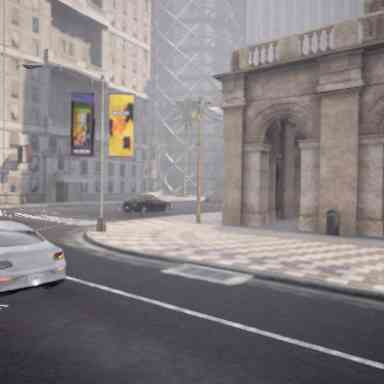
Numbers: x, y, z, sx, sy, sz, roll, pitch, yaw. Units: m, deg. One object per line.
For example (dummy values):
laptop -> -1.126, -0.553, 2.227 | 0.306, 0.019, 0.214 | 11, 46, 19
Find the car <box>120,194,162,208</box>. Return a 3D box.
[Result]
car -> -5.834, 0.982, 38.781 | 1.882, 1.535, 5.008 | 1, 1, 35

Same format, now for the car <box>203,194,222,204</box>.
car -> 3.552, 1.069, 51.859 | 1.994, 1.385, 4.181 | 1, 1, 36

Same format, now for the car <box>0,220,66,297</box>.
car -> -4.680, 1.377, 7.612 | 4.674, 1.442, 1.812 | 1, 1, 39

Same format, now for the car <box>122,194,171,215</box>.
car -> -3.872, 1.113, 29.146 | 1.882, 1.535, 5.008 | 1, 1, 35
